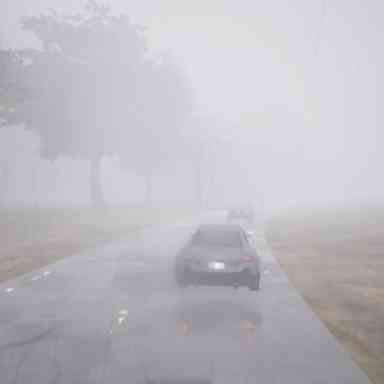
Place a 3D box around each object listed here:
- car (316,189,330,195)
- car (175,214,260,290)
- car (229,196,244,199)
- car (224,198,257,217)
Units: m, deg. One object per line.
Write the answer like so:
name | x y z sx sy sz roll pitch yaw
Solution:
car | 28.407 0.079 72.536 1.882 1.535 5.008 0 1 44
car | 0.763 1.545 9.140 1.994 1.385 4.181 0 0 7
car | 5.123 1.287 38.525 1.837 1.490 4.892 0 1 23
car | 3.905 1.463 25.564 2.033 1.411 5.357 0 0 16
